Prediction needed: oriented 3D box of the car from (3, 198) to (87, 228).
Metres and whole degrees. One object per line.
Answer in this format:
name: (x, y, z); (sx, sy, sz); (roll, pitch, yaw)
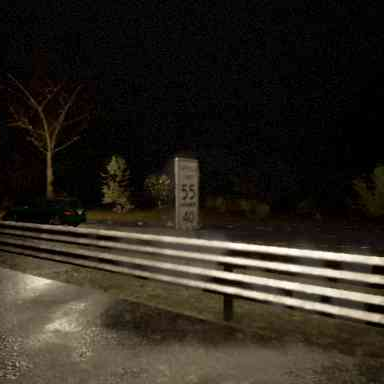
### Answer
car: (-9.755, 1.414, 22.164); (5.566, 2.045, 2.150); (0, 0, 17)
